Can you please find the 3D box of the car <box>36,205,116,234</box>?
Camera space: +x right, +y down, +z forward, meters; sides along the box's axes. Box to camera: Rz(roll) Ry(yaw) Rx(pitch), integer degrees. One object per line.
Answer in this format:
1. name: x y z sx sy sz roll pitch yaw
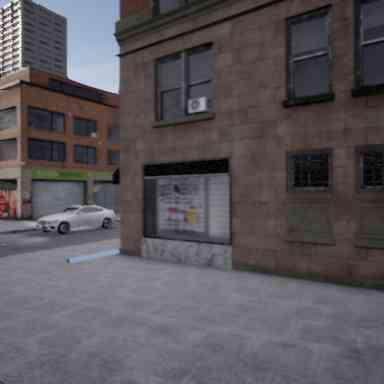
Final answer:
1. car: -6.454 1.465 18.984 1.812 1.442 4.674 0 0 35
